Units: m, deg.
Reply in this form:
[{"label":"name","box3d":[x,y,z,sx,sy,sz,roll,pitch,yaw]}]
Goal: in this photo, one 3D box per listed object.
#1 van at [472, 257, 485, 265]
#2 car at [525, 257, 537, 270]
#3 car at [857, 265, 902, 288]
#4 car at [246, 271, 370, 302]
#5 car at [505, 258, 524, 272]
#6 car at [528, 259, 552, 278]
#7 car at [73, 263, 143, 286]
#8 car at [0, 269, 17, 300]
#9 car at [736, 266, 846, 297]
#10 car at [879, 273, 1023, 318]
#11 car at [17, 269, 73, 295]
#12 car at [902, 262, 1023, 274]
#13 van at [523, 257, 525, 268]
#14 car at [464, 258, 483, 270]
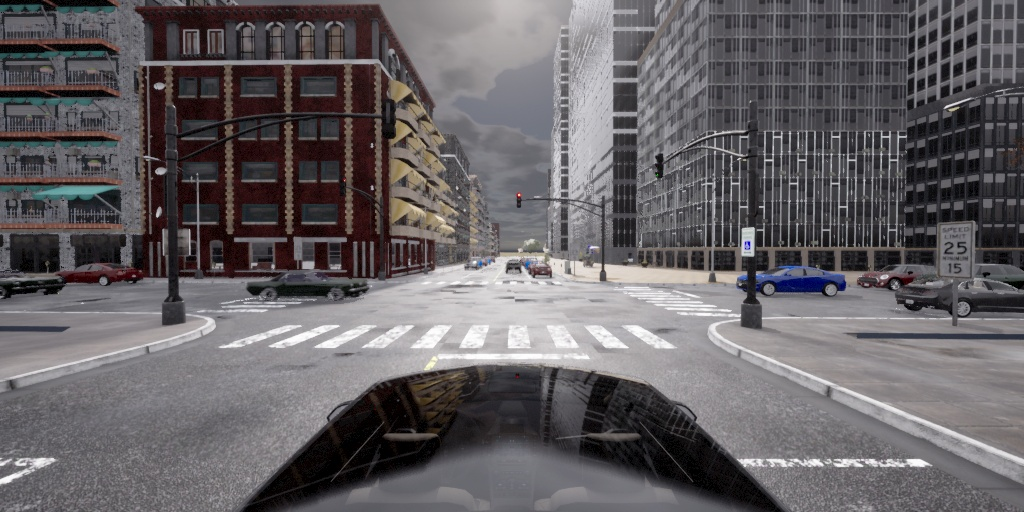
[{"label":"van","box3d":[-5.565,1.036,56.010,1.690,1.789,3.998,0,0,0]},{"label":"car","box3d":[2.744,1.159,39.086,1.967,1.591,4.097,0,0,0]},{"label":"car","box3d":[23.420,1.230,21.632,4.097,1.591,1.967,0,0,1]},{"label":"car","box3d":[-9.054,1.339,16.234,4.718,1.301,1.895,0,0,1]},{"label":"car","box3d":[0.203,1.216,44.926,1.837,1.490,4.892,0,0,0]},{"label":"car","box3d":[2.731,1.271,33.440,1.888,1.381,4.507,0,0,0]},{"label":"car","box3d":[-25.808,1.110,22.397,4.507,1.381,1.888,0,0,1]},{"label":"car","box3d":[-22.596,1.259,13.732,4.507,1.381,1.888,0,0,1]},{"label":"car","box3d":[14.686,1.270,19.046,5.008,1.535,1.882,0,1,2]},{"label":"car","box3d":[16.741,1.445,13.100,4.403,1.370,2.007,0,0,1]},{"label":"car","box3d":[-23.756,1.267,16.459,4.718,1.301,1.895,0,1,1]},{"label":"car","box3d":[24.146,1.189,18.886,4.553,1.767,2.097,0,1,1]},{"label":"van","box3d":[2.771,1.044,50.378,1.690,1.789,3.998,0,0,0]},{"label":"car","box3d":[-5.578,1.269,50.364,1.948,1.339,4.313,0,0,0]}]
